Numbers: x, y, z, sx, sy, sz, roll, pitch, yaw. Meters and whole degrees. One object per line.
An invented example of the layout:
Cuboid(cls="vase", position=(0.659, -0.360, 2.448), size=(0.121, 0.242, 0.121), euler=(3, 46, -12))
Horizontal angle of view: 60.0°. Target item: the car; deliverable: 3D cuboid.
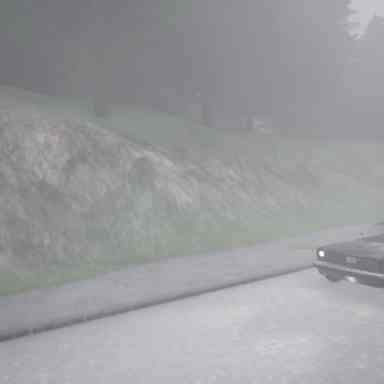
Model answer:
Cuboid(cls="car", position=(5.039, 1.396, 7.922), size=(4.718, 1.301, 1.895), euler=(-2, 1, -34))
